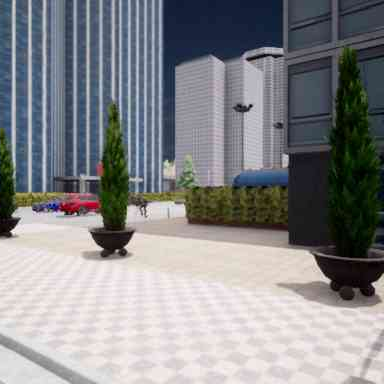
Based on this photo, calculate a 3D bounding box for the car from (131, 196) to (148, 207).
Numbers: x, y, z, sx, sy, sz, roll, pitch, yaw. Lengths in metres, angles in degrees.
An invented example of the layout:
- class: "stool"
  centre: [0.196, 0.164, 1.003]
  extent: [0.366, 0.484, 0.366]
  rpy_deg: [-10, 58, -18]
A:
- class: "car"
  centre: [-8.881, 1.434, 51.203]
  extent: [1.882, 1.535, 5.008]
  rpy_deg: [0, 0, 35]

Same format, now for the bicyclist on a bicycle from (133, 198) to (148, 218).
- class: "bicyclist on a bicycle"
  centre: [-4.128, 1.278, 26.687]
  extent: [1.656, 1.620, 0.582]
  rpy_deg: [0, 0, 35]

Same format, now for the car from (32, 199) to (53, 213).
- class: "car"
  centre: [-14.920, 1.438, 36.523]
  extent: [1.882, 1.535, 5.008]
  rpy_deg: [0, 0, 35]

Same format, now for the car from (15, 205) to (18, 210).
- class: "car"
  centre: [-20.672, 1.461, 34.416]
  extent: [1.837, 1.490, 4.892]
  rpy_deg: [0, 0, 35]

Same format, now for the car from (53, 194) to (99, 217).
- class: "car"
  centre: [-9.732, 1.190, 31.480]
  extent: [2.150, 2.045, 5.566]
  rpy_deg: [0, 0, 36]

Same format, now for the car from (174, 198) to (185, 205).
- class: "car"
  centre: [-1.015, 1.561, 56.229]
  extent: [1.895, 1.301, 4.718]
  rpy_deg: [0, 0, 36]
